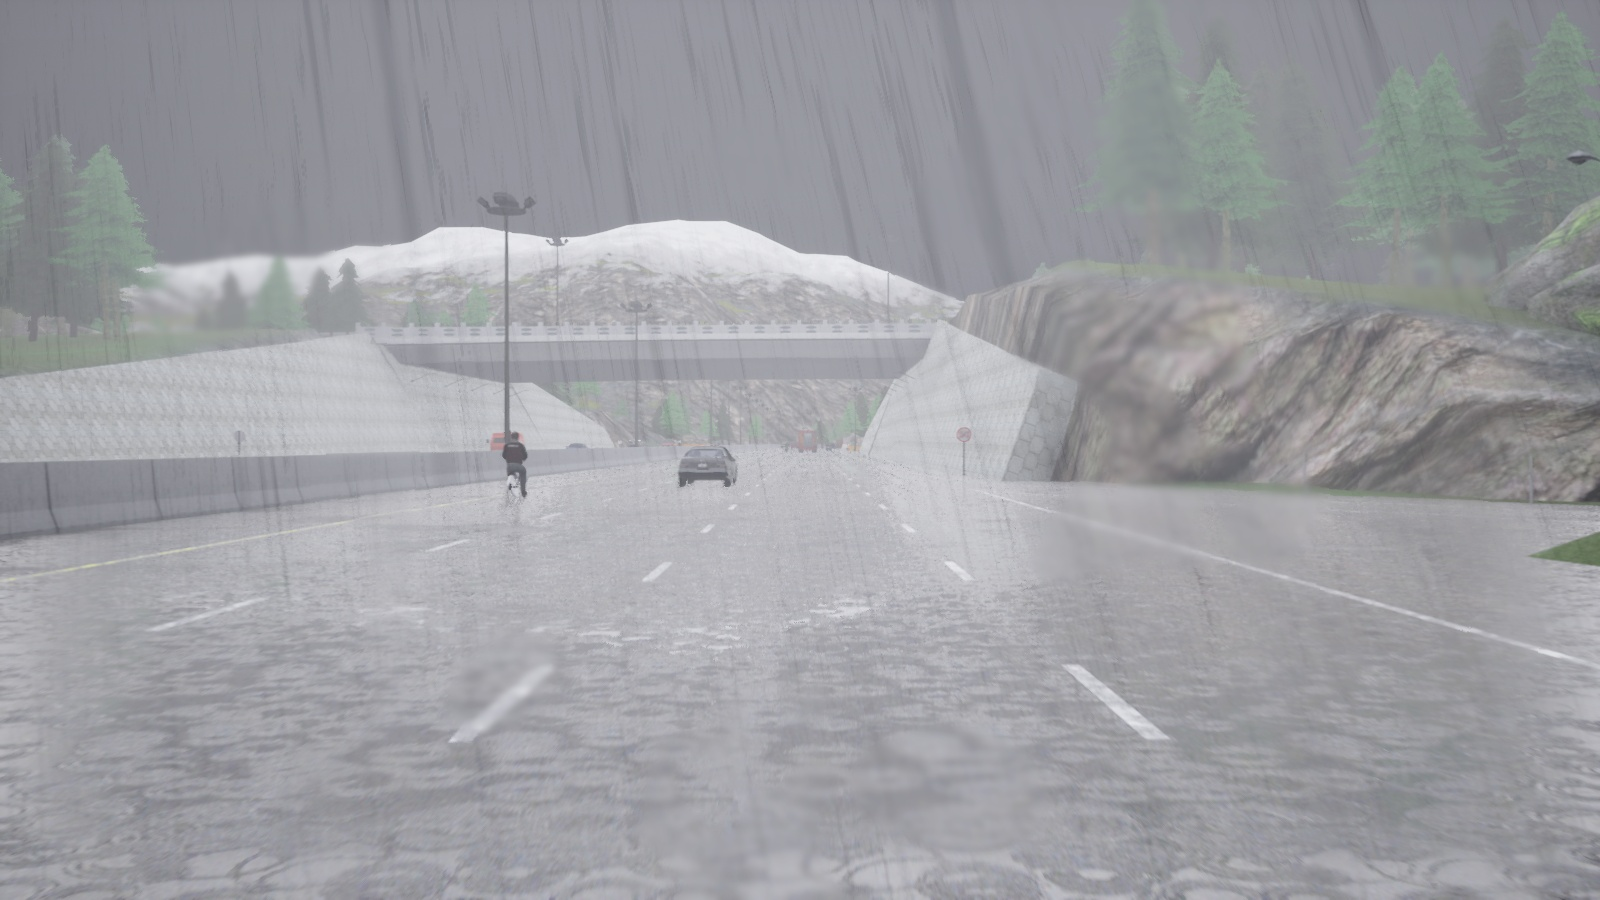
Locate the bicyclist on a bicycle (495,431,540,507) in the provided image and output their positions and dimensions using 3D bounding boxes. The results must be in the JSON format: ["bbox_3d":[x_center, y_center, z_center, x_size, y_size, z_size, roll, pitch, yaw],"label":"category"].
[{"bbox_3d":[-6.812,0.441,30.313,0.659,1.776,1.843,0,0,0],"label":"bicyclist on a bicycle"}]

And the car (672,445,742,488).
[{"bbox_3d":[-3.231,0.540,44.568,2.033,1.411,5.357,0,0,0],"label":"car"}]
